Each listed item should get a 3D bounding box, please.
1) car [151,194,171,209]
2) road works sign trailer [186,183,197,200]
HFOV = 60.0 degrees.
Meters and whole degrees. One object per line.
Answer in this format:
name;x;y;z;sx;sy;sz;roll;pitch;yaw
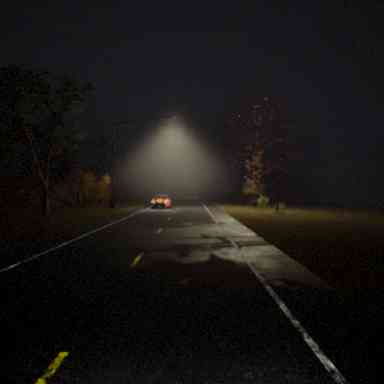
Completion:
car;-3.613;1.068;39.177;2.097;1.767;4.553;0;0;0
road works sign trailer;-0.041;-0.045;71.278;2.380;3.560;2.880;0;0;0
